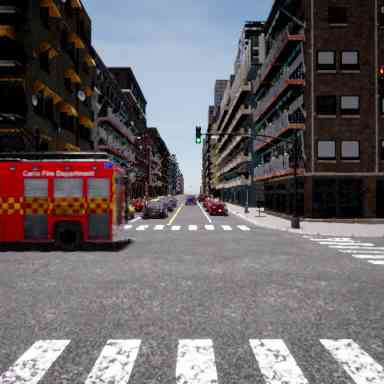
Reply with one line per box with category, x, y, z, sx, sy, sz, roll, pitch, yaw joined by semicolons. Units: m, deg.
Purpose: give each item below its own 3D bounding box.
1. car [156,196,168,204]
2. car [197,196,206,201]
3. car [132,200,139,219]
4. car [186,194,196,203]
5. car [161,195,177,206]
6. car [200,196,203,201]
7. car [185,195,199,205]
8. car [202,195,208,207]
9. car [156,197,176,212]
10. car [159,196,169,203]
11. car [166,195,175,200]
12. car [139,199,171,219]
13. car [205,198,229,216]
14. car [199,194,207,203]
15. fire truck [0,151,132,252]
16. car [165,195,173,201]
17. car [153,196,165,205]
car;-5.934;1.571;65.906;2.008;1.369;4.403;1;0;0
car;2.384;1.595;82.493;1.947;1.339;4.313;1;0;0
car;-5.785;1.532;27.072;1.752;1.417;4.829;1;0;0
car;-0.262;1.374;69.009;2.097;1.767;4.553;0;0;0
car;-3.273;1.506;50.815;2.128;1.511;4.902;0;0;0
car;2.510;1.595;49.353;1.802;1.307;4.206;1;0;0
car;-0.224;1.543;59.033;1.812;1.442;4.674;0;0;0
car;2.553;1.450;38.307;1.967;1.590;4.097;1;0;0
car;-3.237;1.574;38.673;1.994;1.385;4.181;0;0;0
car;-5.955;1.568;71.429;1.887;1.381;4.507;1;0;0
car;-6.039;1.587;93.522;2.008;1.369;4.403;1;0;0
car;-3.201;1.571;29.225;1.994;1.385;4.181;0;0;0
car;2.574;1.553;32.783;1.887;1.381;4.507;1;0;0
car;2.428;1.338;71.448;2.192;1.841;5.009;1;0;0
fire truck;-7.111;0.329;13.869;8.468;3.827;2.891;0;0;-1
car;-6.017;1.558;87.828;1.752;1.417;4.829;1;0;0
car;-5.912;1.543;60.212;1.752;1.417;4.829;1;0;0
